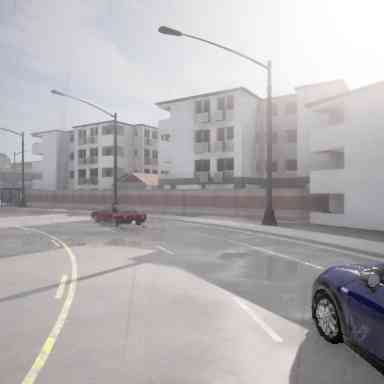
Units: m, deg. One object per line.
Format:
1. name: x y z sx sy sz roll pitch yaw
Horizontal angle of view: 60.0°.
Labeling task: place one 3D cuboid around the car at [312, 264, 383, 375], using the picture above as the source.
1. car: 3.148 1.352 3.653 2.097 1.767 4.553 0 0 -5

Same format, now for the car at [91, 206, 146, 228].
1. car: -5.095 1.601 22.554 1.895 1.301 4.718 0 0 -40
